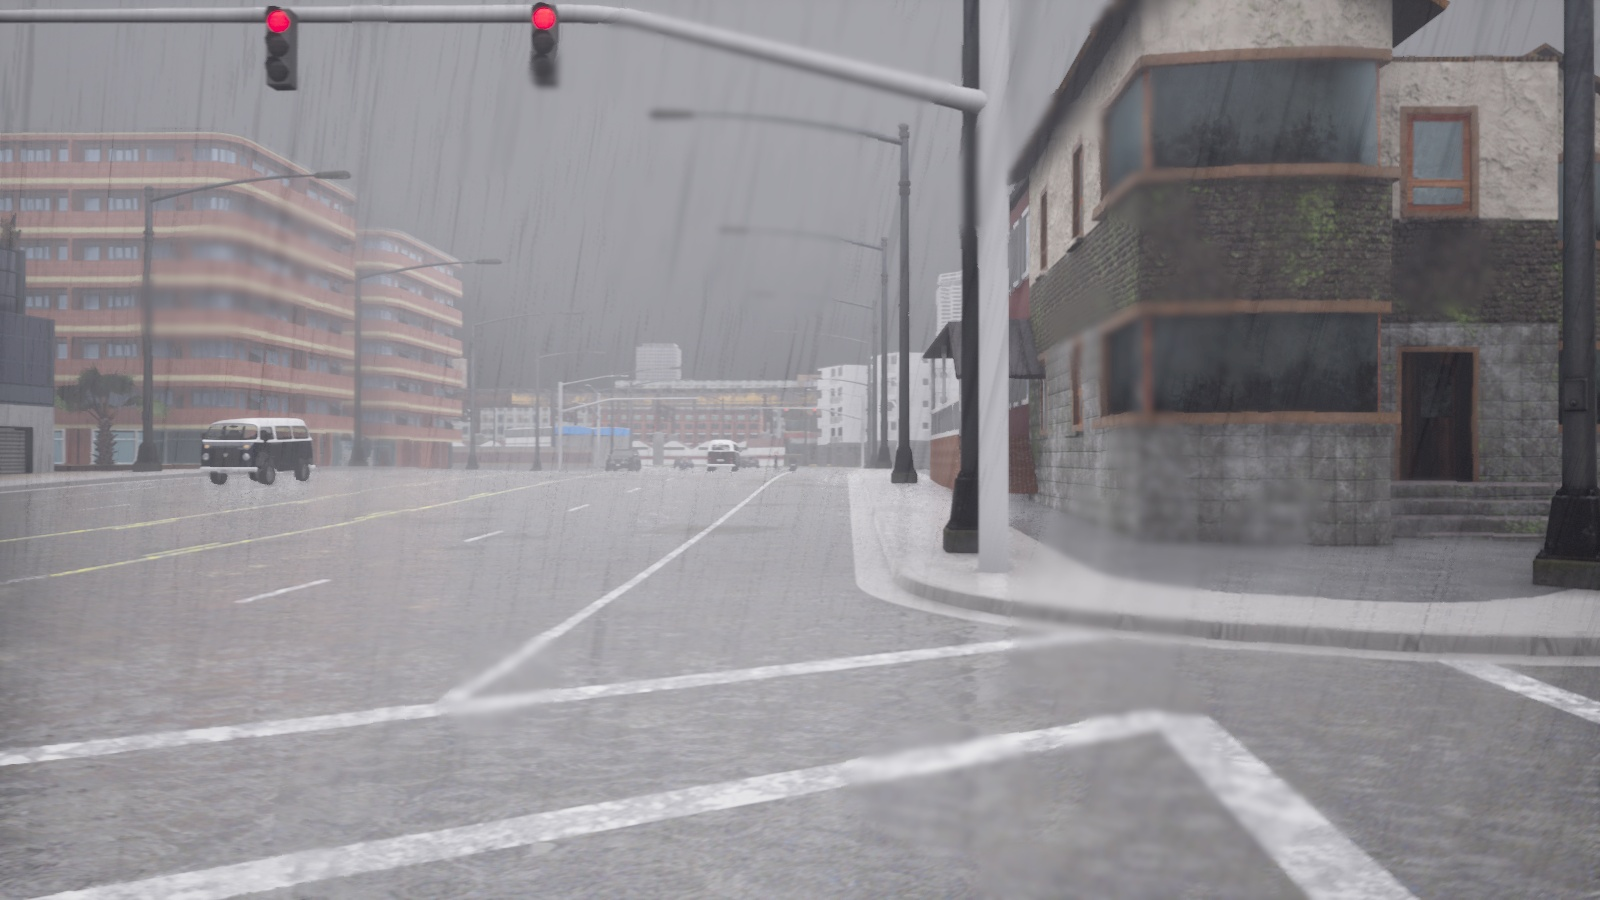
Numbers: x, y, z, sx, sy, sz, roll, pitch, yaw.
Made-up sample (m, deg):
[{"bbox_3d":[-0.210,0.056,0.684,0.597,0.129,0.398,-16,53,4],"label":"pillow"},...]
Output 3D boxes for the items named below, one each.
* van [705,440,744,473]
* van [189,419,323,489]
[{"bbox_3d":[-4.733,0.449,79.413,2.069,2.038,4.480,0,-1,2],"label":"van"},{"bbox_3d":[-16.742,0.085,38.903,2.069,2.038,4.480,0,1,2],"label":"van"}]
